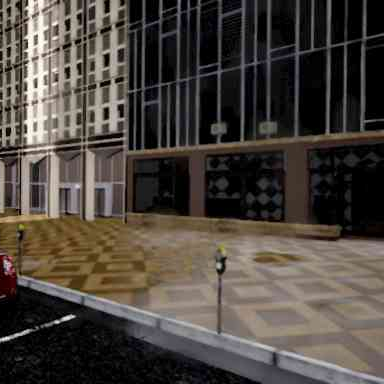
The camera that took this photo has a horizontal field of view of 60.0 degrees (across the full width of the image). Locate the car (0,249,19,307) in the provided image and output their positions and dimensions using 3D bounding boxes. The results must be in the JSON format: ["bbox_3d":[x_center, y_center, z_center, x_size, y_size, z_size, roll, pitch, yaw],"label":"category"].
[{"bbox_3d":[-5.309,1.423,6.652,4.097,1.590,1.967,0,1,36],"label":"car"}]
